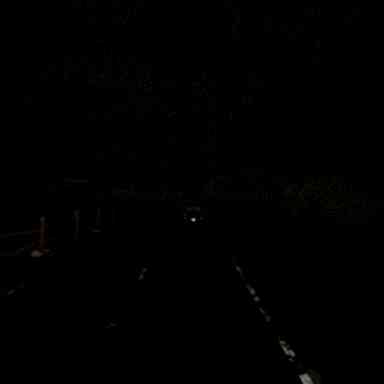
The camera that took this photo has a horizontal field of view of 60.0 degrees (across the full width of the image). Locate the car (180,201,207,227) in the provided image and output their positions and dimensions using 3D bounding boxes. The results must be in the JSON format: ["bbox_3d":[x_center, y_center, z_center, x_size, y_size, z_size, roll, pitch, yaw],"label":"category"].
[{"bbox_3d":[0.096,1.622,23.803,1.812,1.442,4.674,0,0,0],"label":"car"}]

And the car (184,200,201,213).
[{"bbox_3d":[0.093,1.744,41.011,1.994,1.385,4.181,0,0,0],"label":"car"}]
